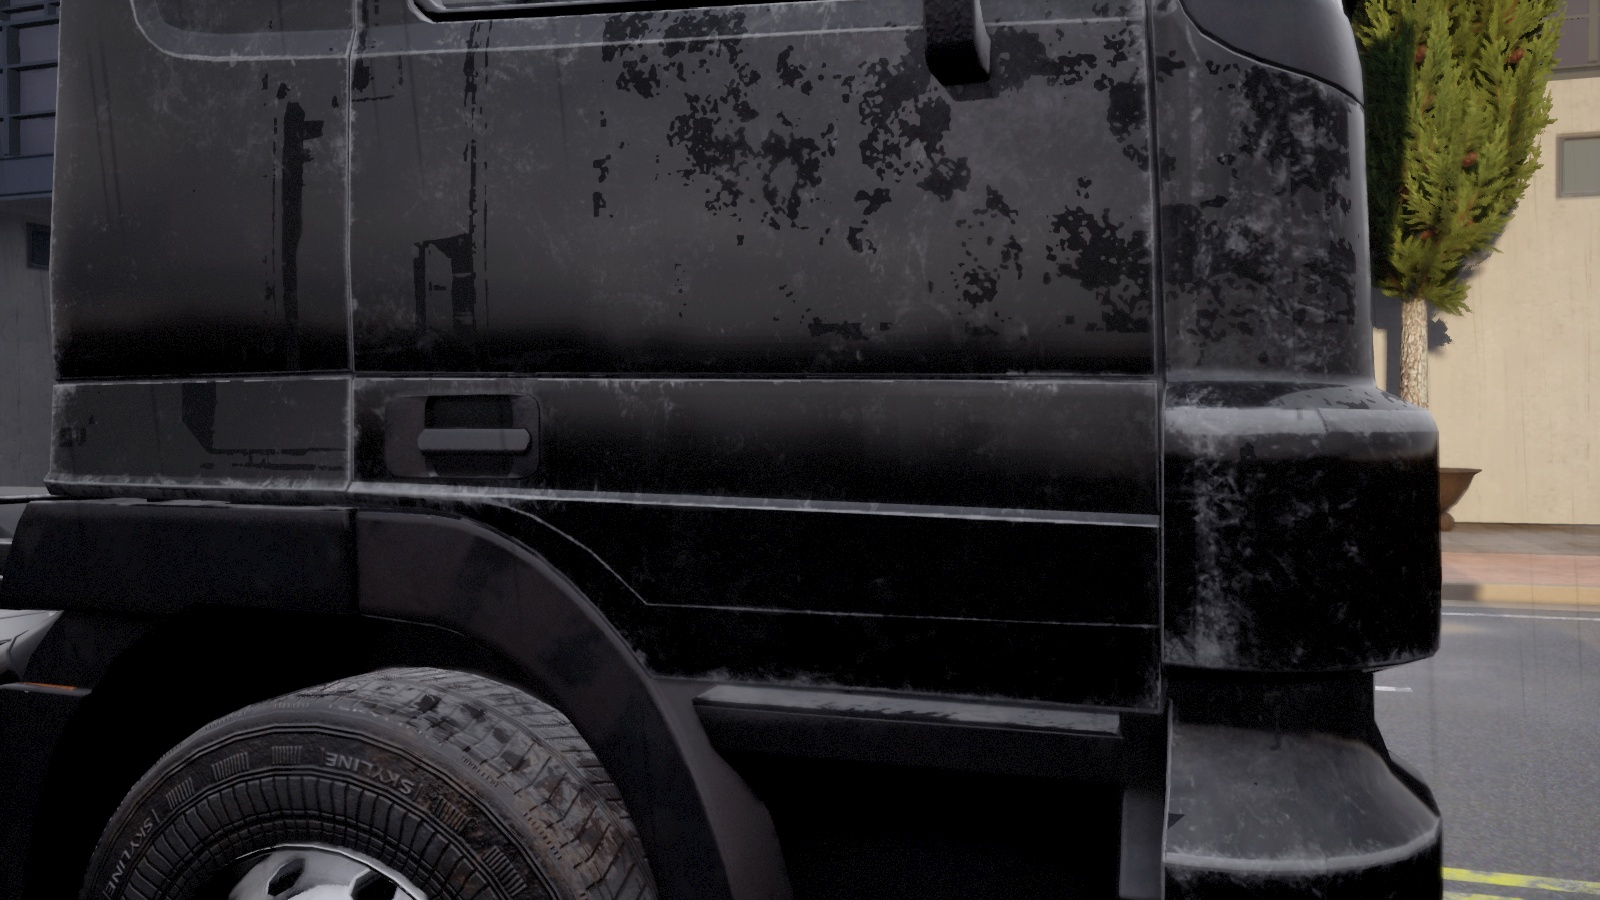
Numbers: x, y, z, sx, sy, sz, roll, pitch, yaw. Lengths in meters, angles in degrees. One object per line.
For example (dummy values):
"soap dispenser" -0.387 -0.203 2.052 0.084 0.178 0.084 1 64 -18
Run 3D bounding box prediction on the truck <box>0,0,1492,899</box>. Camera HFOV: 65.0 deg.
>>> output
"truck" -2.510 -0.230 4.057 7.936 3.462 2.891 1 1 19
